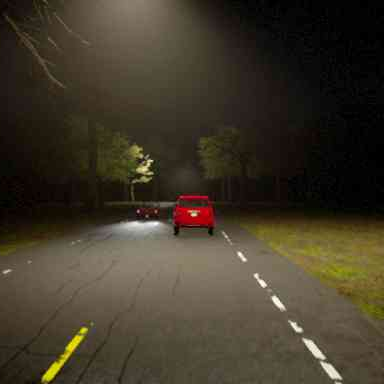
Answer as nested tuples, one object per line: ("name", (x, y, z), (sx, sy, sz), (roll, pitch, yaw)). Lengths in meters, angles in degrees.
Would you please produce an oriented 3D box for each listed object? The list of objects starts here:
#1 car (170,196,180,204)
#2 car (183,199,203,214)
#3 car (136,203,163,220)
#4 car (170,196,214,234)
("car", (-3.527, 1.622, 69.310), (1.837, 1.490, 4.892), (0, 0, 0))
("car", (0.086, 1.539, 36.715), (2.128, 1.511, 4.902), (0, 0, 0))
("car", (-3.610, 1.639, 28.921), (1.895, 1.301, 4.718), (0, 0, 0))
("car", (0.093, 1.249, 19.567), (2.150, 2.045, 5.566), (0, 0, 0))
